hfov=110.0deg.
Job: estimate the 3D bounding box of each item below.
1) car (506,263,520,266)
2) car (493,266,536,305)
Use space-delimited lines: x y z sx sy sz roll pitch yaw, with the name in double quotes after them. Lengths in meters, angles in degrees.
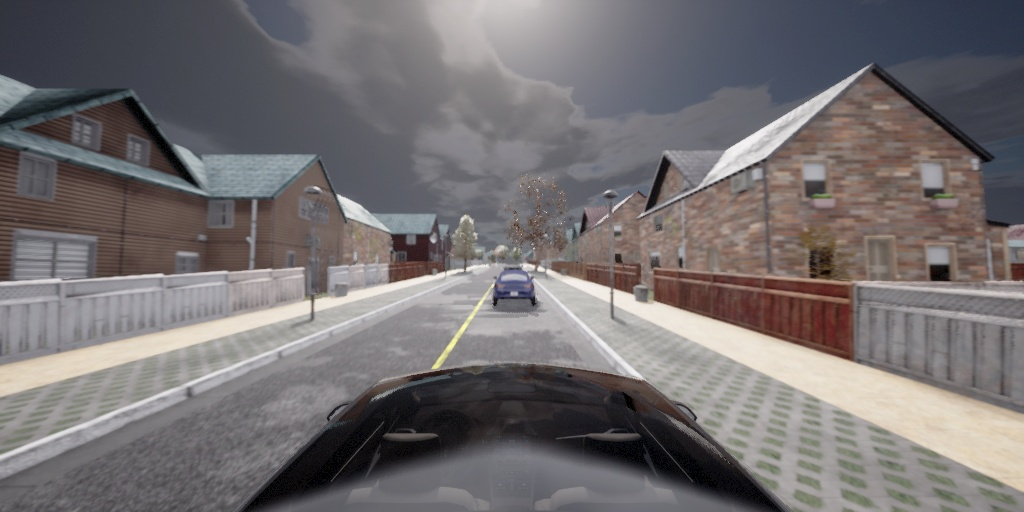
0.086 1.461 35.805 1.837 1.490 4.892 0 0 0 "car"
0.092 1.359 16.654 1.812 1.442 4.674 0 0 0 "car"
